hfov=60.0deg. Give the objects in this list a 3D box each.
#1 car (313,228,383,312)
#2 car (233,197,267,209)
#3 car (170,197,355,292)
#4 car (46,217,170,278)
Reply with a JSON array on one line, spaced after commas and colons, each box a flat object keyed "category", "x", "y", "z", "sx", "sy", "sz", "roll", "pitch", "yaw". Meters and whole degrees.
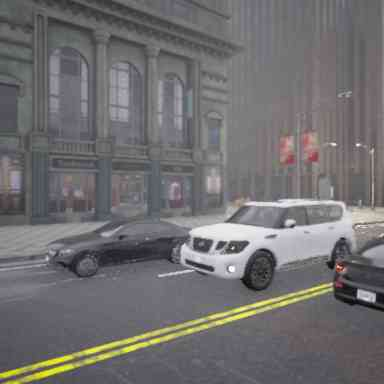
[{"category": "car", "x": 4.722, "y": 1.535, "z": 6.796, "sx": 4.674, "sy": 1.442, "sz": 1.812, "roll": 0, "pitch": 0, "yaw": -36}, {"category": "car", "x": 8.321, "y": 1.568, "z": 48.023, "sx": 1.882, "sy": 1.535, "sz": 5.008, "roll": 0, "pitch": 0, "yaw": -36}, {"category": "car", "x": 2.390, "y": 1.232, "z": 9.372, "sx": 5.566, "sy": 2.045, "sz": 2.150, "roll": 0, "pitch": 0, "yaw": -35}, {"category": "car", "x": -1.968, "y": 1.531, "z": 10.255, "sx": 4.674, "sy": 1.442, "sz": 1.812, "roll": 0, "pitch": 0, "yaw": -35}]
